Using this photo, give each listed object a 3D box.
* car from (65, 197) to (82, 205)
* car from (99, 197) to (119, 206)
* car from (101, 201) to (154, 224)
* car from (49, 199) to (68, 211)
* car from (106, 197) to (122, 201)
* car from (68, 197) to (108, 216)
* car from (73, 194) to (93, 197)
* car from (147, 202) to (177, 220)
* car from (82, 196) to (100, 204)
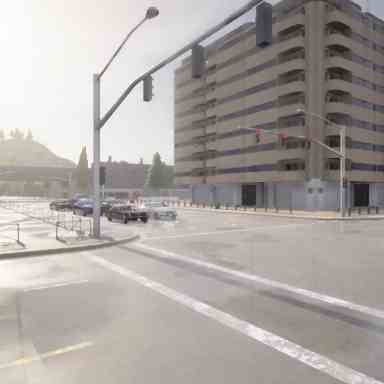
[{"bbox_3d":[-22.117,1.619,62.117,1.994,1.385,4.181,0,0,-35],"label":"car"},{"bbox_3d":[-14.310,1.581,57.149,1.812,1.442,4.674,0,0,-35],"label":"car"},{"bbox_3d":[-5.059,1.656,25.582,1.895,1.301,4.718,0,0,-35],"label":"car"},{"bbox_3d":[-16.374,1.656,41.576,1.895,1.301,4.718,0,0,-35],"label":"car"},{"bbox_3d":[-8.471,1.560,36.457,1.837,1.490,4.892,0,0,-35],"label":"car"},{"bbox_3d":[-10.474,1.533,33.227,1.882,1.535,5.008,0,0,-35],"label":"car"},{"bbox_3d":[-14.791,1.277,45.393,2.150,2.045,5.566,0,0,-35],"label":"car"},{"bbox_3d":[-3.112,1.581,28.916,1.812,1.442,4.674,0,0,-35],"label":"car"},{"bbox_3d":[-19.709,1.533,64.773,1.882,1.535,5.008,0,0,-35],"label":"car"}]
